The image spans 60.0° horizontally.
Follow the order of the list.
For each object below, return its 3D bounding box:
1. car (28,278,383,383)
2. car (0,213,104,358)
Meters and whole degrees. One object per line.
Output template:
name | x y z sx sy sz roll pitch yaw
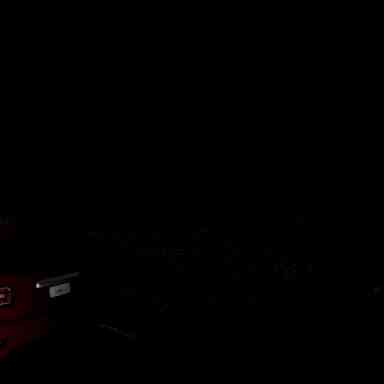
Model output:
car | 1.011 1.564 2.239 4.313 1.339 1.947 0 0 35
car | -3.579 1.283 5.509 5.009 1.841 2.192 0 0 35
